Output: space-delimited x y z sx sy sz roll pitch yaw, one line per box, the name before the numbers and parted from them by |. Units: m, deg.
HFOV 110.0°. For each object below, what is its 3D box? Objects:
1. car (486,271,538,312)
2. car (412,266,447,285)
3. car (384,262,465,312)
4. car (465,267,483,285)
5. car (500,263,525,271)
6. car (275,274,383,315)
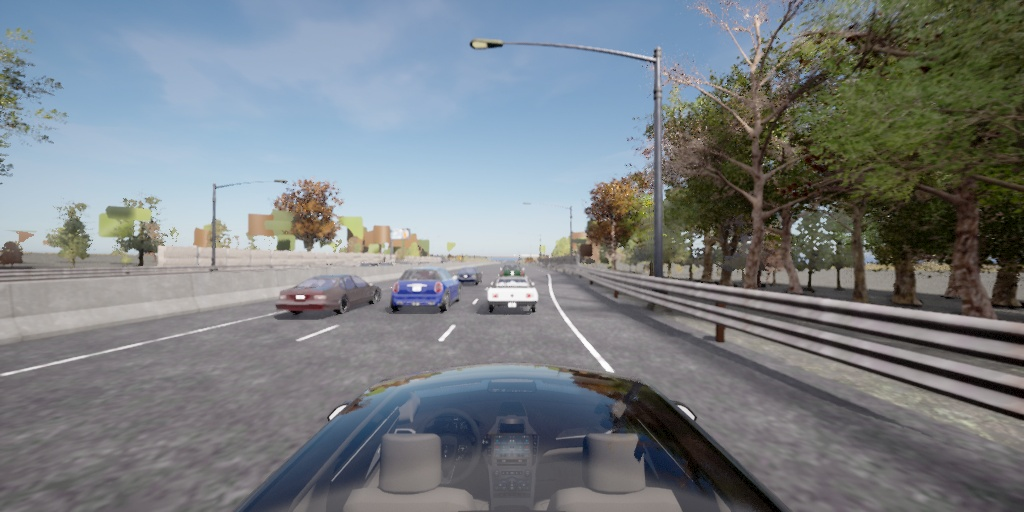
car | 0.027 1.495 15.091 1.895 1.301 4.718 0 -1 1
car | -6.955 1.596 30.741 1.812 1.442 4.674 0 0 1
car | -3.468 1.248 15.263 2.097 1.767 4.553 0 -1 1
car | -3.473 1.602 29.359 2.033 1.411 5.357 0 -1 0
car | 0.041 1.416 30.263 2.097 1.767 4.553 0 -1 1
car | -6.982 1.434 14.356 2.033 1.411 5.357 0 -1 0
